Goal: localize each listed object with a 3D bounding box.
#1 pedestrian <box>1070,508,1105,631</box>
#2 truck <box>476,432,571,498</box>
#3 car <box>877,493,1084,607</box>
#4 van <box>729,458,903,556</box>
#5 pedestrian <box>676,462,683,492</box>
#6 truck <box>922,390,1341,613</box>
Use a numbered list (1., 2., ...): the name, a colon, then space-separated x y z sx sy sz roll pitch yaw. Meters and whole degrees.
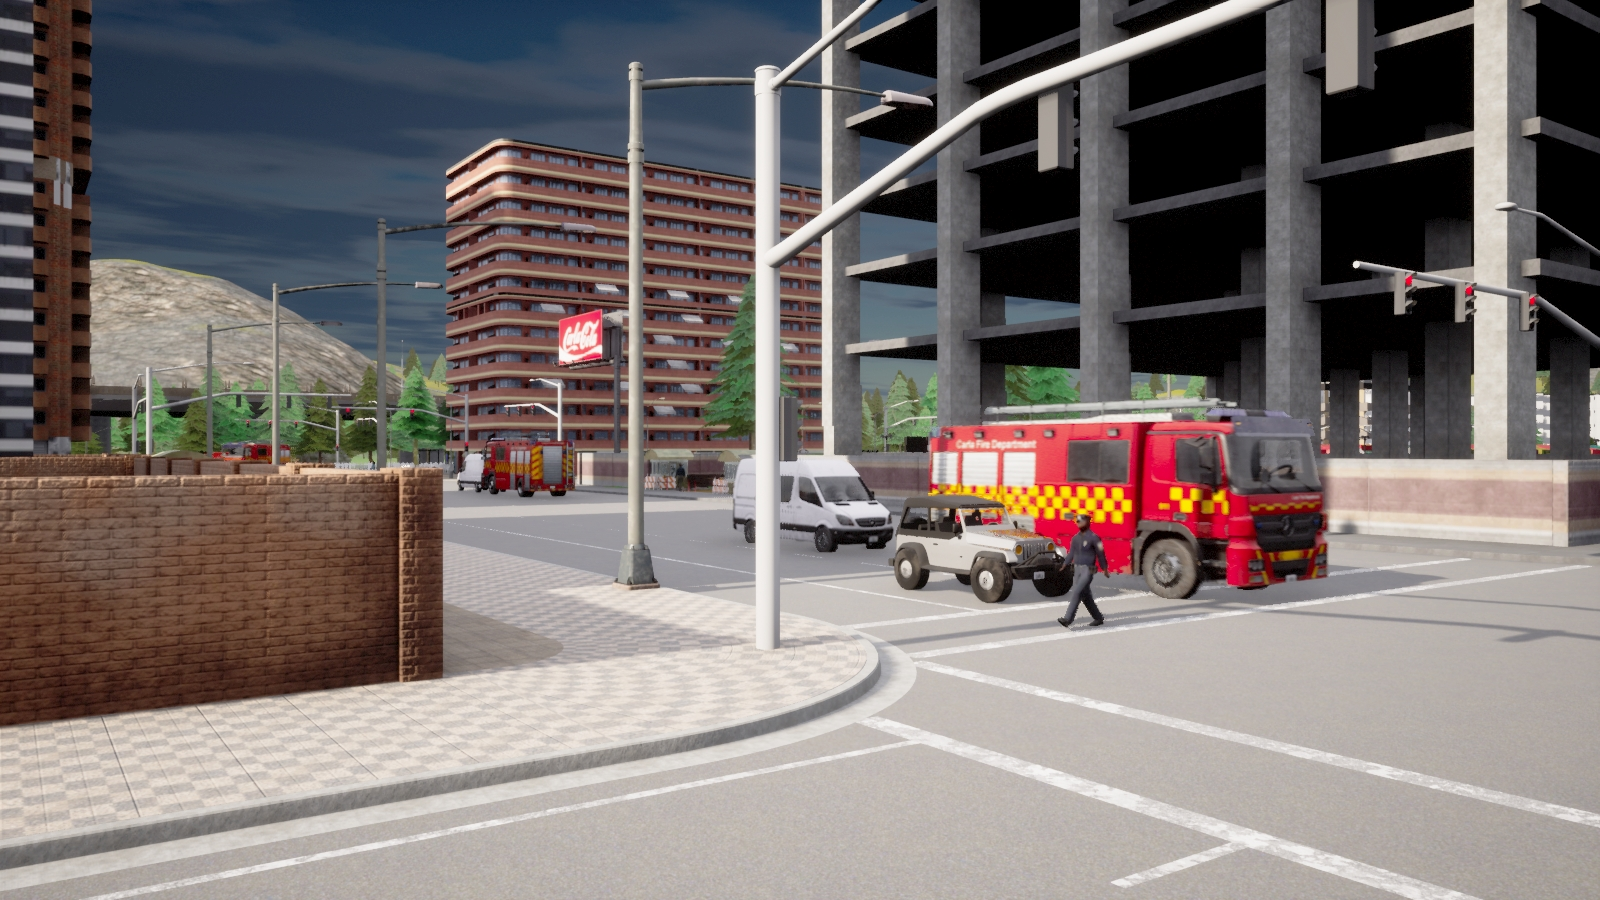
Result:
1. pedestrian: 4.471 1.848 17.783 0.375 1.860 0.375 0 0 -36
2. truck: -17.186 0.889 70.593 2.891 3.827 8.468 0 0 -34
3. car: 3.447 1.856 22.431 1.905 1.878 3.866 0 0 -33
4. van: 0.316 1.534 33.171 1.988 2.561 5.915 0 0 -35
5. pedestrian: -7.554 1.694 71.587 0.375 1.860 0.375 0 0 -17
6. truck: 6.457 0.890 23.897 2.891 3.827 8.468 0 0 -35
